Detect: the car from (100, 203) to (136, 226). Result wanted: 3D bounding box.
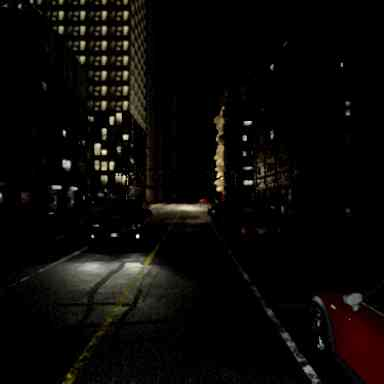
[{"bbox_3d":[-5.699,1.708,26.128,1.967,1.590,4.097,0,-1,0],"label":"car"}]

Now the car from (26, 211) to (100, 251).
[{"bbox_3d":[-5.695,1.733,14.762,1.802,1.307,4.206,0,-1,0],"label":"car"}]

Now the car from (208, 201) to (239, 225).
[{"bbox_3d":[2.682,1.584,26.135,2.192,1.841,5.009,0,-1,0],"label":"car"}]

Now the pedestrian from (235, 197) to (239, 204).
[{"bbox_3d":[6.118,1.614,45.562,0.375,1.860,0.375,0,-1,0],"label":"pedestrian"}]

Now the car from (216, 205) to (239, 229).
[{"bbox_3d":[2.684,1.737,20.620,1.752,1.417,4.829,0,-1,0],"label":"car"}]

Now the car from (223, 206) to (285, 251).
[{"bbox_3d":[2.686,1.592,14.769,1.967,1.590,4.097,0,-1,0],"label":"car"}]

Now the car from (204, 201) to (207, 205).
[{"bbox_3d":[2.677,1.954,37.497,1.947,1.339,4.313,0,-1,0],"label":"car"}]

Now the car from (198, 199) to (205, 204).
[{"bbox_3d":[2.656,2.533,92.434,2.008,1.369,4.403,0,-1,0],"label":"car"}]

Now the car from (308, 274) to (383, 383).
[{"bbox_3d":[2.690,1.476,3.404,1.967,1.590,4.097,0,-1,0],"label":"car"}]

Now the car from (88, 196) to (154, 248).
[{"bbox_3d":[-3.107,1.385,16.018,2.150,2.045,5.566,0,-1,0],"label":"car"}]

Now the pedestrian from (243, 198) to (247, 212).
[{"bbox_3d":[7.118,1.762,44.360,0.375,1.860,0.375,0,-1,0],"label":"pedestrian"}]

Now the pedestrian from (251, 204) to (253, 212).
[{"bbox_3d":[8.118,1.783,44.960,0.375,1.860,0.375,0,-1,0],"label":"pedestrian"}]

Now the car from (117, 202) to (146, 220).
[{"bbox_3d":[-5.701,1.767,31.810,1.967,1.590,4.097,0,-1,0],"label":"car"}]

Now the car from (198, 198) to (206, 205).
[{"bbox_3d":[2.712,2.421,79.517,1.802,1.307,4.206,0,-1,0],"label":"car"}]
